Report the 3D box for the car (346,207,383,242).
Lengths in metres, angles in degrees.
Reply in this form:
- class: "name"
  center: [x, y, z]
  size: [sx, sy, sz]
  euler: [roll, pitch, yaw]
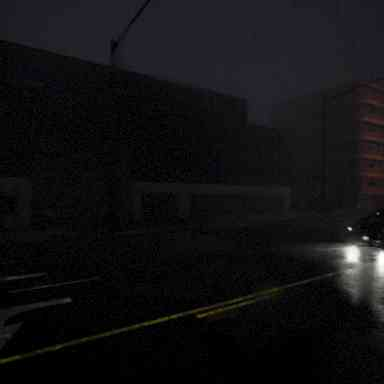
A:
- class: "car"
  center: [9.034, 1.393, 14.738]
  size: [5.357, 1.411, 2.033]
  euler: [-1, 1, -35]
